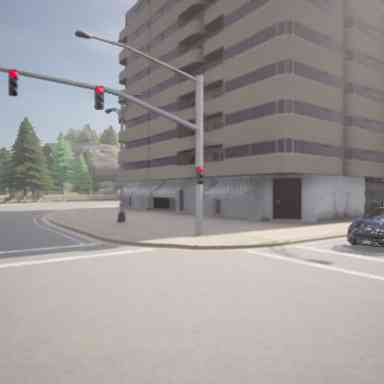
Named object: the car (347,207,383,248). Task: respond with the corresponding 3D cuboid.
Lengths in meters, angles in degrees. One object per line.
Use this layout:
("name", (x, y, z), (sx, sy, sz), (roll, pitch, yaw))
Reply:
("car", (8.810, 1.430, 14.574), (4.553, 1.767, 2.097), (0, 0, -36))

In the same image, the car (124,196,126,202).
("car", (-9.755, 1.199, 60.135), (2.150, 2.045, 5.566), (0, 0, 40))
